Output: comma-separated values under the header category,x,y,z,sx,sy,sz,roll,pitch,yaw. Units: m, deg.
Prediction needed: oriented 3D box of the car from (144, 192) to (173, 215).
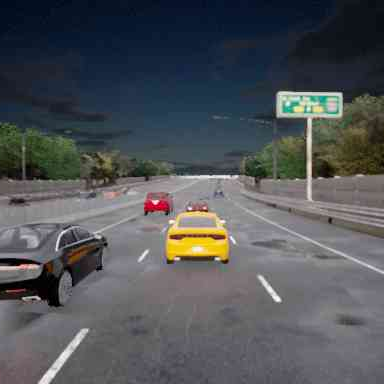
category,x,y,z,sx,sy,sz,roll,pitch,yaw
car,-2.976,0.972,30.316,2.150,2.045,5.566,0,1,1

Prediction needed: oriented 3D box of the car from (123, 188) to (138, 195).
category,x,y,z,sx,sy,sz,roll,pitch,yaw
car,-12.050,0.400,67.089,1.812,1.442,4.674,0,2,3

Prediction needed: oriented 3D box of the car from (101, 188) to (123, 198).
category,x,y,z,sx,sy,sz,roll,pitch,yaw
car,-15.680,0.308,64.967,2.097,1.767,4.553,0,2,3

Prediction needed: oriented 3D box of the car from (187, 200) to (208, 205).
category,x,y,z,sx,sy,sz,roll,pitch,yaw
car,0.516,1.358,29.953,1.895,1.301,4.718,0,1,1

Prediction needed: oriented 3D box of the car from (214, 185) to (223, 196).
category,x,y,z,sx,sy,sz,roll,pitch,yaw
car,5.982,-0.102,75.219,2.097,1.767,4.553,0,3,4

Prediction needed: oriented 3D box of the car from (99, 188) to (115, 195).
category,x,y,z,sx,sy,sz,roll,pitch,yaw
car,-18.684,-0.135,73.409,2.128,1.511,4.902,0,2,3

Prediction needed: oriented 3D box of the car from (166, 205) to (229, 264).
category,x,y,z,sx,sy,sz,roll,pitch,yaw
car,0.181,1.441,11.805,1.882,1.535,5.008,0,0,1

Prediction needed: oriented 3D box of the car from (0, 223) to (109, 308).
category,x,y,z,sx,sy,sz,roll,pitch,yaw
car,-3.355,1.475,7.878,2.128,1.511,4.902,0,0,0

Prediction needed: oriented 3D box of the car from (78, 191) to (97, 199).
category,x,y,z,sx,sy,sz,roll,pitch,yaw
car,-19.358,0.603,61.894,2.033,1.411,5.357,0,2,3

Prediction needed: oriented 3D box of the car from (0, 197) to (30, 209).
category,x,y,z,sx,sy,sz,roll,pitch,yaw
car,-13.813,1.188,24.370,2.097,1.767,4.553,0,1,1
